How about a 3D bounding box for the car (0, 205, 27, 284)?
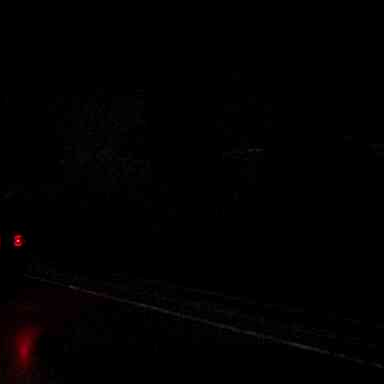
[{"bbox_3d":[-6.556,1.336,8.677,5.566,2.045,2.150,-1,0,36],"label":"car"}]
